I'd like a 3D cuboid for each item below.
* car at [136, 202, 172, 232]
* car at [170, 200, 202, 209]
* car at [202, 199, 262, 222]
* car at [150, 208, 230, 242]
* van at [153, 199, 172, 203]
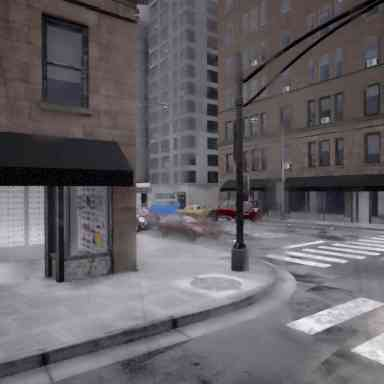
[{"bbox_3d":[-3.460,1.705,22.093,1.967,1.590,4.097,-1,0,-36],"label":"car"},{"bbox_3d":[0.147,1.804,31.679,1.752,1.417,4.829,-1,0,-36],"label":"car"},{"bbox_3d":[3.456,1.521,27.073,2.192,1.841,5.009,-1,0,-36],"label":"car"},{"bbox_3d":[-0.242,1.778,17.626,1.802,1.307,4.206,-1,0,-36],"label":"car"},{"bbox_3d":[-2.973,1.688,36.009,1.690,1.788,3.998,-1,0,-36],"label":"van"}]
